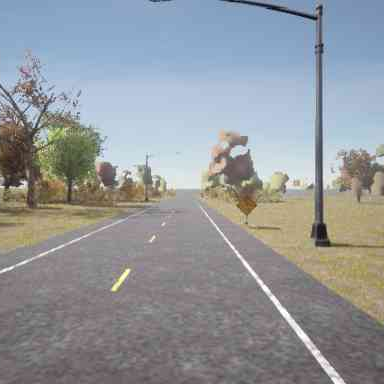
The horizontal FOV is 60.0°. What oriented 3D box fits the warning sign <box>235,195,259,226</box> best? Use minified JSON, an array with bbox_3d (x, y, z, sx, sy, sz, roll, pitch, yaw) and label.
[{"bbox_3d":[3.374,1.110,20.588,1.300,1.860,1.060,0,0,-1],"label":"warning sign"}]
